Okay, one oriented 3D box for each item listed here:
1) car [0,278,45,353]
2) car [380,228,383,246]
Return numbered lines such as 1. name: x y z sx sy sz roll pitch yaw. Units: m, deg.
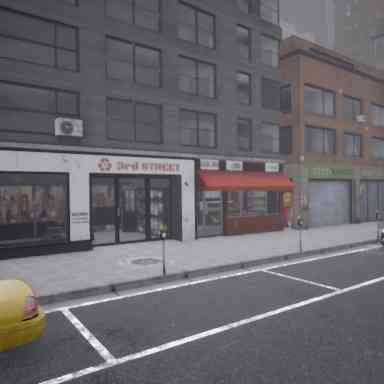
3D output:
1. car: -4.275 1.526 3.614 4.829 1.417 1.752 0 -1 -36
2. car: 9.306 1.436 13.307 4.097 1.590 1.967 0 -1 -36
